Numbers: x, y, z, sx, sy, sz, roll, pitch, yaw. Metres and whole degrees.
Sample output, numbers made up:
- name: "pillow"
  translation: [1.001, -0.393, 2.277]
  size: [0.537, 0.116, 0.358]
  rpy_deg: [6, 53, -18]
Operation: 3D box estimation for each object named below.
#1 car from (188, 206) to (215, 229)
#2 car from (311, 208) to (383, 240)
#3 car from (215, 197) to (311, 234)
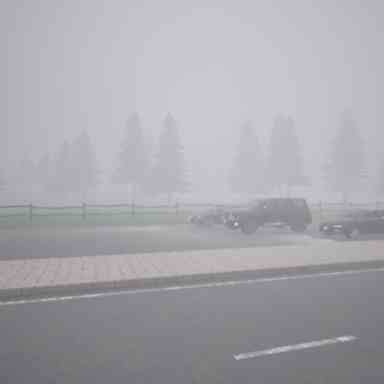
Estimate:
- name: "car"
  translation: [2.155, 1.630, 22.891]
  size: [4.902, 1.511, 2.128]
  rpy_deg: [0, 0, -19]
- name: "car"
  translation: [9.149, 1.636, 17.864]
  size: [4.892, 1.490, 1.837]
  rpy_deg: [0, 0, -19]
- name: "car"
  translation: [4.533, 1.351, 20.000]
  size: [5.566, 2.045, 2.150]
  rpy_deg: [0, 0, -19]
